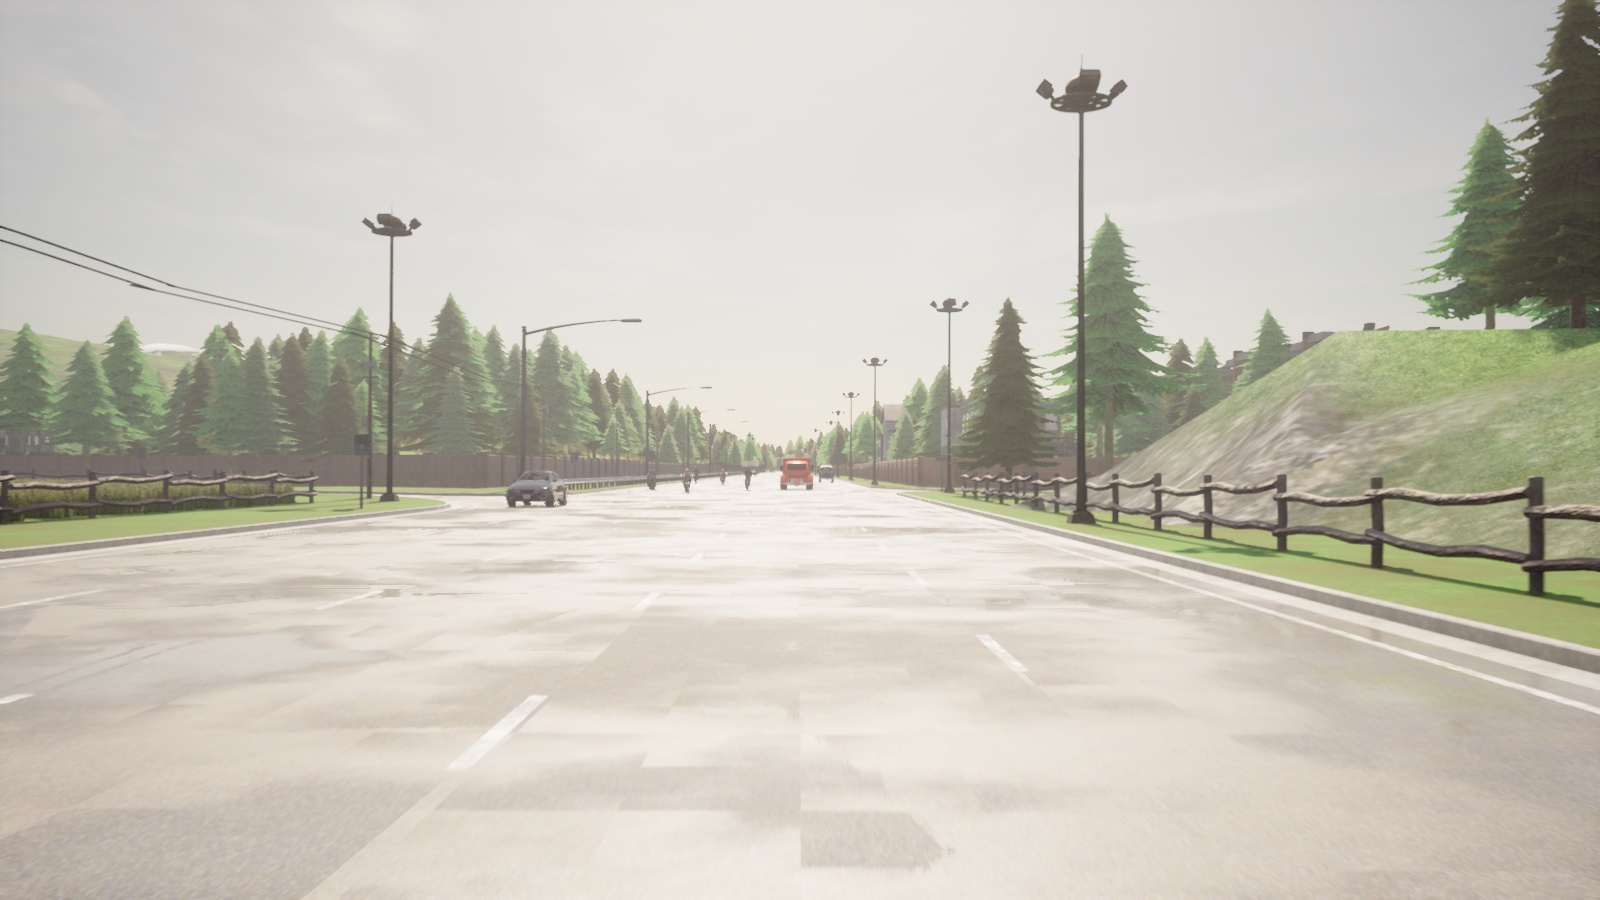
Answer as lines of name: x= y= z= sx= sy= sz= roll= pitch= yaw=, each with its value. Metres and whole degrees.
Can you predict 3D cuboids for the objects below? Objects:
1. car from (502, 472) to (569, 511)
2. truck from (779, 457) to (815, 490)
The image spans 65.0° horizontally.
car: x=-10.622 y=1.643 z=50.726 sx=1.816 sy=1.474 sz=4.193 roll=0 pitch=-1 yaw=0
truck: x=-0.234 y=1.791 z=95.927 sx=2.627 sy=2.467 sz=5.204 roll=0 pitch=-1 yaw=0
